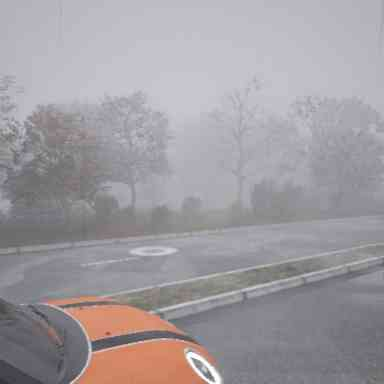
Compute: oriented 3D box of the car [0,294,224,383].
[{"bbox_3d":[-1.894,1.354,2.088,4.553,1.767,2.097,0,0,-35],"label":"car"}]
